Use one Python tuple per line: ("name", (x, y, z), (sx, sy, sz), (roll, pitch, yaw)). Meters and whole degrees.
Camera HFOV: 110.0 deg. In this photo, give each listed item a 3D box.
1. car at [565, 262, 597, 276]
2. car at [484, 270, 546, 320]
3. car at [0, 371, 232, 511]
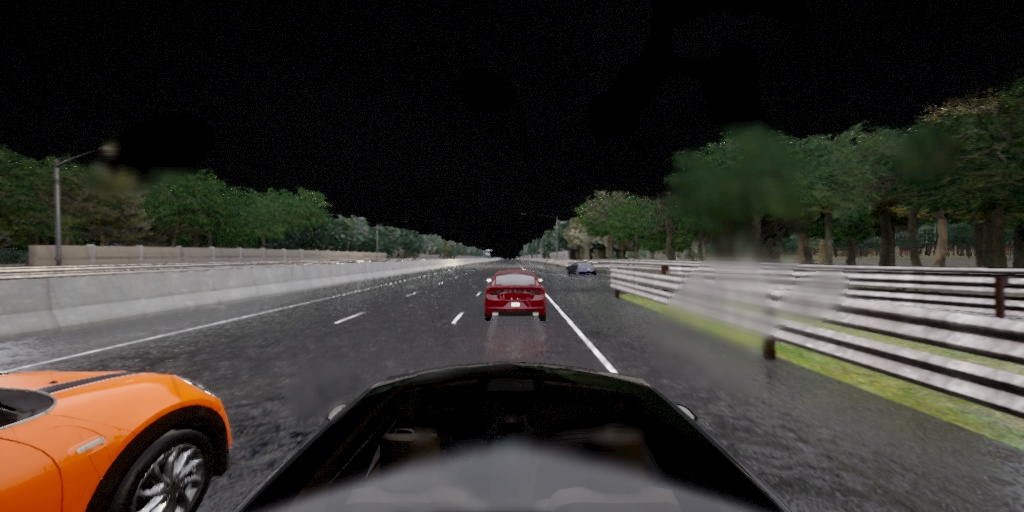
("car", (6.859, 1.268, 36.278), (1.994, 1.385, 4.181), (-2, 0, -14))
("car", (0.101, 1.226, 12.675), (1.882, 1.535, 5.008), (0, 0, 0))
("car", (-3.400, 1.102, 1.106), (2.097, 1.767, 4.553), (0, 0, 0))
